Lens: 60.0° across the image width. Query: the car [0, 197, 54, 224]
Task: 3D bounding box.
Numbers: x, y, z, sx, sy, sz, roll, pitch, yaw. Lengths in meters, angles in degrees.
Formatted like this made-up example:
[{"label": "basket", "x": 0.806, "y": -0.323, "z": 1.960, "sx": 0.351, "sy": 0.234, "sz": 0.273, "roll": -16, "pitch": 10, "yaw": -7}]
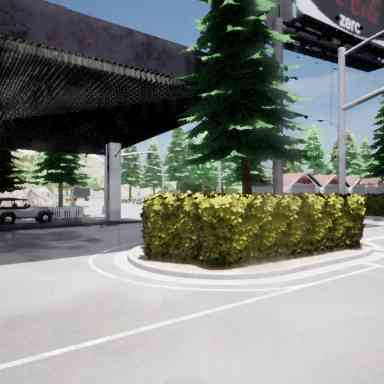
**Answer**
[{"label": "car", "x": -11.934, "y": 1.313, "z": 23.504, "sx": 3.866, "sy": 1.878, "sz": 1.905, "roll": 0, "pitch": 0, "yaw": -36}]
